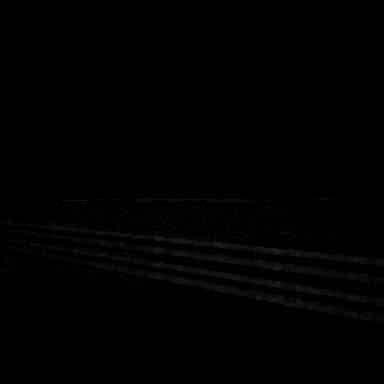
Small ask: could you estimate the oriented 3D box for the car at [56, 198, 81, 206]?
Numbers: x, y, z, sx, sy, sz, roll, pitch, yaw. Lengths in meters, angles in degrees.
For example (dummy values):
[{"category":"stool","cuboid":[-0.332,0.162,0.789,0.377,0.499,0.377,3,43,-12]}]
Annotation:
[{"category":"car","cuboid":[-22.964,1.892,63.152,5.357,1.411,2.033,0,0,-1]}]
